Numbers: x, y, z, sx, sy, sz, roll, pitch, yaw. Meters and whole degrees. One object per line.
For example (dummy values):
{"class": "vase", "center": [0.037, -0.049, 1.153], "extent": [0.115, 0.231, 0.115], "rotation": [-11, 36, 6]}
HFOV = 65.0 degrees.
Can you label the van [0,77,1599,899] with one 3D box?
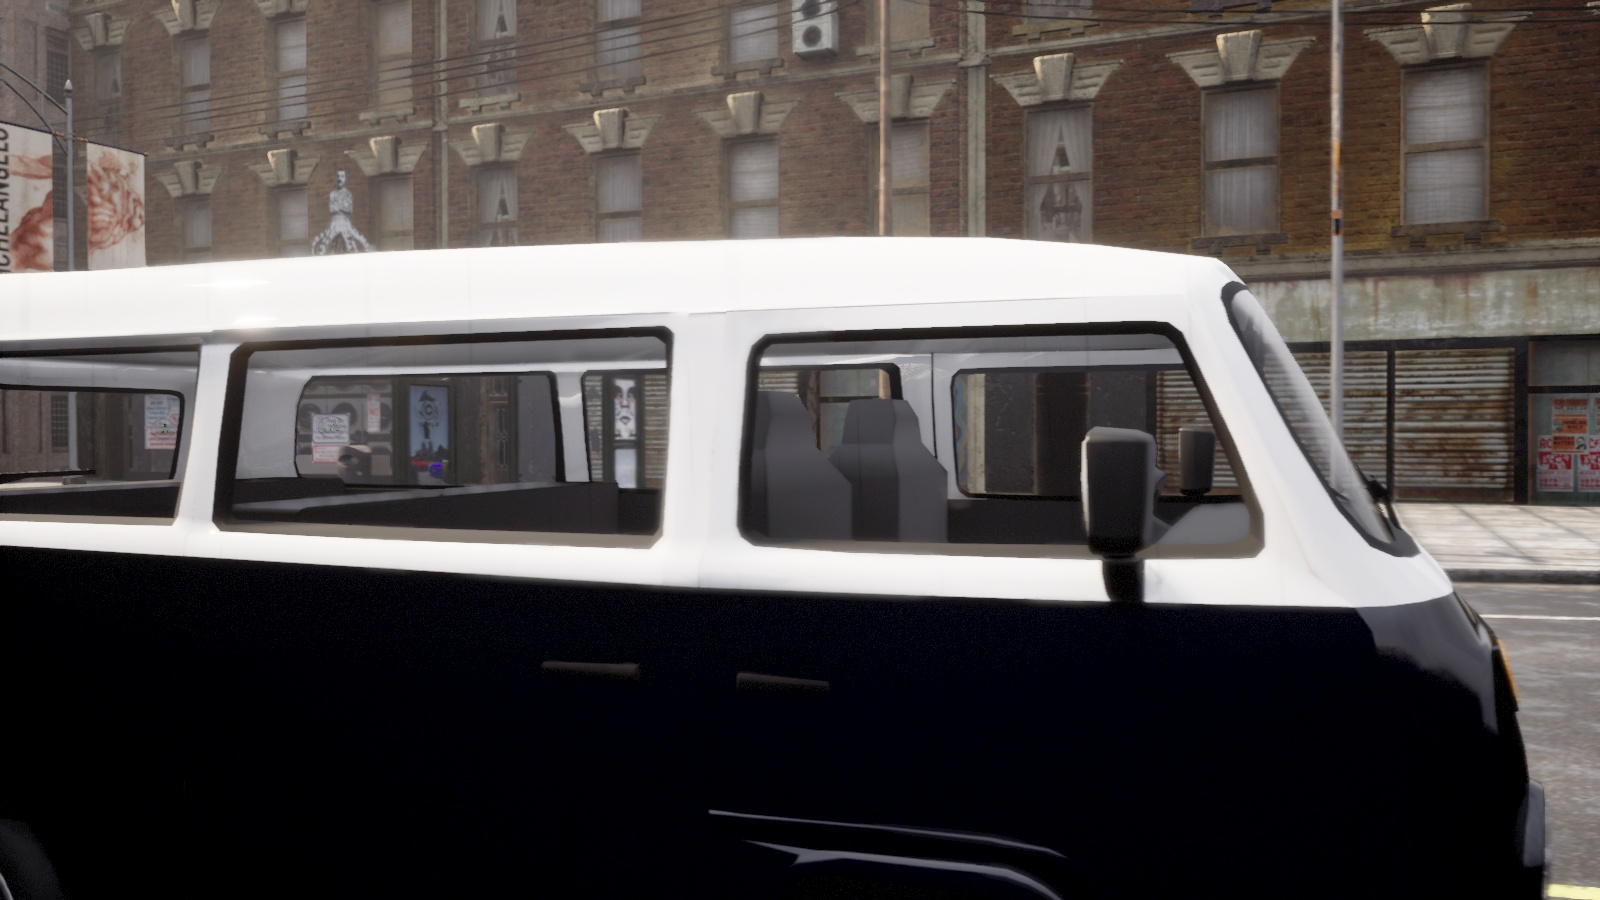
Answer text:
{"class": "van", "center": [-0.596, 0.497, 3.390], "extent": [4.480, 2.038, 2.069], "rotation": [1, 1, 21]}
